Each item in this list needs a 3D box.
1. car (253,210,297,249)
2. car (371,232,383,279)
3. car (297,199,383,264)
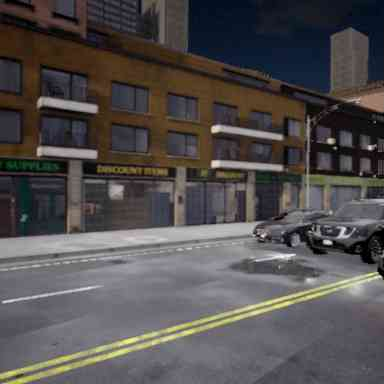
[{"bbox_3d":[4.896,1.576,15.153,4.892,1.490,1.837,0,0,-35],"label":"car"},{"bbox_3d":[6.573,1.655,8.121,4.718,1.301,1.895,0,0,-35],"label":"car"},{"bbox_3d":[6.660,1.290,12.421,5.566,2.045,2.150,0,0,-35],"label":"car"}]
